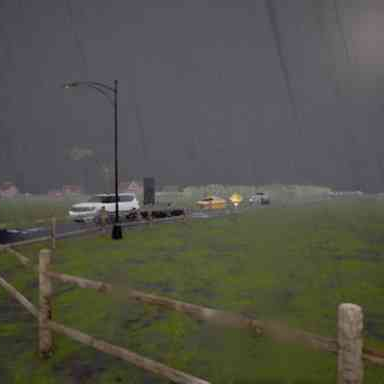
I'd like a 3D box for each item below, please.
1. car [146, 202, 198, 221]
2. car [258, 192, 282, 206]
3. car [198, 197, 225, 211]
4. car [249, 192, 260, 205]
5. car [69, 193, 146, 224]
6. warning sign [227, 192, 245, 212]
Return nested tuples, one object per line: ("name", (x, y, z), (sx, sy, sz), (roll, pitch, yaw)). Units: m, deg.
("car", (-1.768, 1.475, 25.909), (1.895, 1.301, 4.718), (0, 0, 31))
("car", (11.727, 1.230, 48.548), (1.882, 1.535, 5.008), (0, 0, 31))
("car", (2.075, 1.301, 38.005), (1.882, 1.535, 5.008), (0, 0, 31))
("car", (10.956, 0.969, 52.744), (2.150, 2.045, 5.566), (0, 0, 31))
("car", (-6.167, 1.127, 24.172), (2.150, 2.045, 5.566), (0, 0, 31))
("warning sign", (4.135, 0.940, 31.126), (1.300, 1.860, 1.060), (-1, 0, 31))
